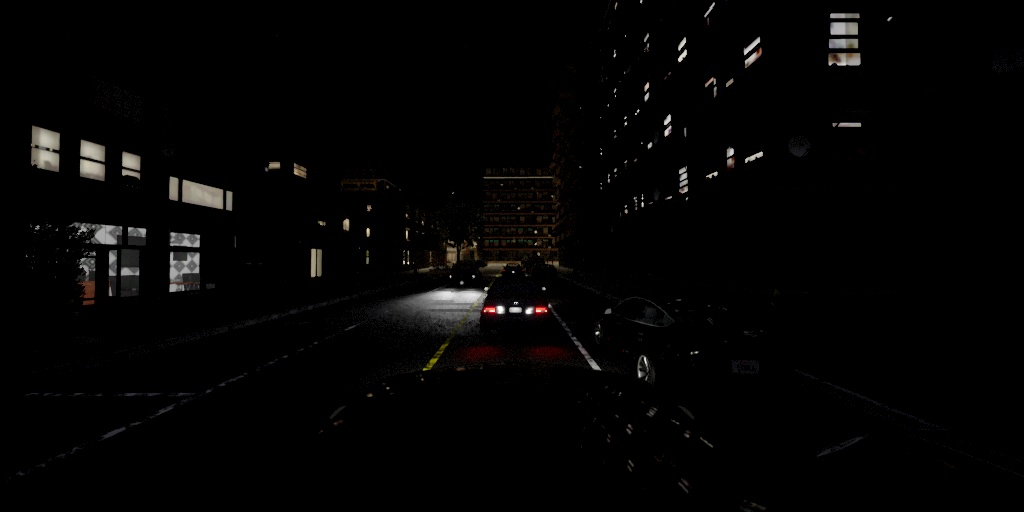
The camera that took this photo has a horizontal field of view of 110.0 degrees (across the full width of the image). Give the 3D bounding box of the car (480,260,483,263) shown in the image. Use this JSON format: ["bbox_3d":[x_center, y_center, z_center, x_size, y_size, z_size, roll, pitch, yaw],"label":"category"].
[{"bbox_3d":[-5.652,1.359,51.658,1.802,1.307,4.207,0,0,0],"label":"car"}]

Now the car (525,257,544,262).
[{"bbox_3d":[2.695,1.084,40.343,2.192,1.841,5.009,0,0,0],"label":"car"}]

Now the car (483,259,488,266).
[{"bbox_3d":[-5.651,1.353,63.031,1.948,1.339,4.313,0,0,0],"label":"car"}]

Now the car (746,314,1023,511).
[{"bbox_3d":[2.691,1.189,0.536,1.967,1.591,4.097,0,0,0],"label":"car"}]

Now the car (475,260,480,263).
[{"bbox_3d":[-5.653,1.213,45.972,1.967,1.591,4.097,0,0,0],"label":"car"}]

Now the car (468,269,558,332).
[{"bbox_3d":[0.096,1.301,10.841,2.033,1.411,5.357,0,0,0],"label":"car"}]

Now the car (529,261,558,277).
[{"bbox_3d":[2.693,1.313,28.969,2.007,1.370,4.403,0,0,0],"label":"car"}]

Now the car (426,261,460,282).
[{"bbox_3d":[-5.654,1.287,28.742,1.751,1.417,4.829,0,0,0],"label":"car"}]

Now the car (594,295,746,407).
[{"bbox_3d":[2.692,1.317,6.224,1.948,1.339,4.313,0,0,0],"label":"car"}]

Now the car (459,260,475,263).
[{"bbox_3d":[-5.653,1.209,40.284,1.967,1.591,4.097,0,0,0],"label":"car"}]

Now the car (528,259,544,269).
[{"bbox_3d":[2.694,1.291,34.825,1.751,1.417,4.829,0,0,0],"label":"car"}]

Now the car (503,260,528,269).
[{"bbox_3d":[0.103,1.328,32.288,1.994,1.385,4.181,0,0,0],"label":"car"}]

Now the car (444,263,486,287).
[{"bbox_3d":[-3.098,1.361,24.405,1.895,1.301,4.718,0,0,0],"label":"car"}]
